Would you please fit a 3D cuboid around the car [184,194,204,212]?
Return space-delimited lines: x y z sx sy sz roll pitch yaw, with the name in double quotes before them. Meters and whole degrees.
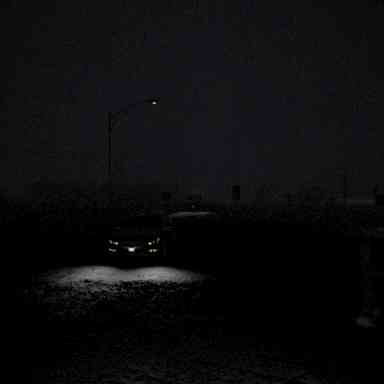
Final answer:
"car" 0.283 1.284 40.377 2.150 2.045 5.566 0 0 4

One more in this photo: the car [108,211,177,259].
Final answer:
"car" -1.694 1.522 12.671 1.837 1.490 4.892 0 0 4
